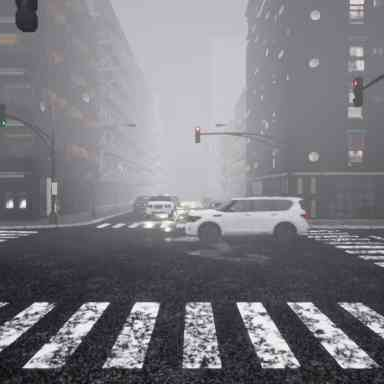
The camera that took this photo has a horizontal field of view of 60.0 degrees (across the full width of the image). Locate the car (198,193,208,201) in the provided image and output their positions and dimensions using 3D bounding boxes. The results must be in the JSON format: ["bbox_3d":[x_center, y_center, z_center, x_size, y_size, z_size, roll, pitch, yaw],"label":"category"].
[{"bbox_3d":[2.679,1.280,81.235,2.192,1.841,5.009,-1,0,0],"label":"car"}]

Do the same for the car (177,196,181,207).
[{"bbox_3d":[-2.785,1.478,40.332,2.128,1.511,4.902,0,0,0],"label":"car"}]

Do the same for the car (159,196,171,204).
[{"bbox_3d":[-5.224,1.557,64.679,1.802,1.307,4.206,-1,0,0],"label":"car"}]

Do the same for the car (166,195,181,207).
[{"bbox_3d":[-2.760,1.334,50.395,2.097,1.767,4.553,0,0,0],"label":"car"}]

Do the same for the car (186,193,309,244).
[{"bbox_3d":[2.484,1.219,15.392,5.566,2.045,2.150,0,0,0],"label":"car"}]

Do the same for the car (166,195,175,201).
[{"bbox_3d":[-5.199,1.491,81.120,1.752,1.417,4.829,-1,0,0],"label":"car"}]

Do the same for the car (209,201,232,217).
[{"bbox_3d":[2.604,1.572,31.382,1.802,1.307,4.206,-1,0,0],"label":"car"}]

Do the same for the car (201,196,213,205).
[{"bbox_3d":[2.647,1.523,59.078,1.887,1.381,4.507,-1,0,0],"label":"car"}]

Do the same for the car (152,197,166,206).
[{"bbox_3d":[-5.241,1.563,53.605,1.802,1.307,4.206,-1,0,0],"label":"car"}]

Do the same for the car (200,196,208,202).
[{"bbox_3d":[2.674,1.551,75.696,1.802,1.307,4.206,-1,0,0],"label":"car"}]

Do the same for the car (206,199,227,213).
[{"bbox_3d":[2.612,1.539,36.921,2.008,1.369,4.403,-1,0,0],"label":"car"}]

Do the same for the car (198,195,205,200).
[{"bbox_3d":[2.700,1.539,92.313,1.802,1.307,4.206,-1,0,0],"label":"car"}]

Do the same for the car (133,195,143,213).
[{"bbox_3d":[-5.271,1.303,36.993,2.192,1.841,5.009,-1,0,0],"label":"car"}]

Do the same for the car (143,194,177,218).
[{"bbox_3d":[-2.808,1.212,30.382,2.150,2.045,5.566,0,0,0],"label":"car"}]

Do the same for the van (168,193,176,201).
[{"bbox_3d":[-5.192,1.302,86.828,1.690,1.788,3.998,-1,0,0],"label":"van"}]
